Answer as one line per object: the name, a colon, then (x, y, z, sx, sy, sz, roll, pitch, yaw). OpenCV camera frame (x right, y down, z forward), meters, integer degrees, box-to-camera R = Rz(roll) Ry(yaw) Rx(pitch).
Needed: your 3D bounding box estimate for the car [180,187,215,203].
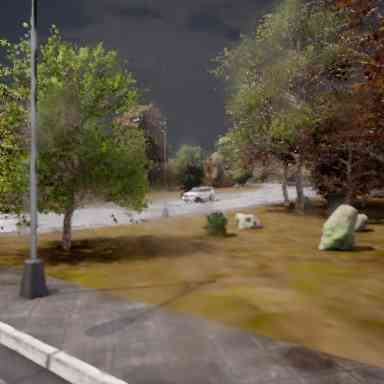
car: (1.001, 0.360, 46.384, 2.150, 2.045, 5.566, 0, 3, 39)

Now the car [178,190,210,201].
car: (0.405, 0.509, 51.222, 2.033, 1.411, 5.357, 0, 3, 39)

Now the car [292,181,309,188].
car: (28.402, -1.953, 87.029, 2.097, 1.767, 4.553, 0, 3, 8)
